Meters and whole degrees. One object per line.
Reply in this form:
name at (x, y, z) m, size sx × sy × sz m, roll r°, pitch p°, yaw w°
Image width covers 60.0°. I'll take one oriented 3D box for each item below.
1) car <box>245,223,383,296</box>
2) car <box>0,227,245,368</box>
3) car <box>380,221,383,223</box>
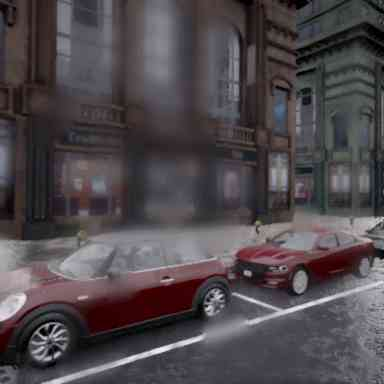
car at (3.100, 1.622, 8.856) m, size 4.507 × 1.381 × 1.887 m, roll 1°, pitch 0°, yaw -35°
car at (-1.330, 1.462, 5.698) m, size 4.097 × 1.590 × 1.967 m, roll 1°, pitch 0°, yaw -35°
car at (7.530, 1.700, 12.014) m, size 4.313 × 1.339 × 1.947 m, roll 1°, pitch 0°, yaw -35°
